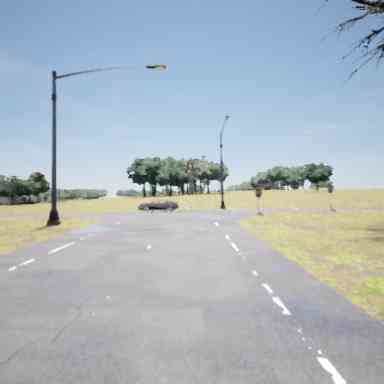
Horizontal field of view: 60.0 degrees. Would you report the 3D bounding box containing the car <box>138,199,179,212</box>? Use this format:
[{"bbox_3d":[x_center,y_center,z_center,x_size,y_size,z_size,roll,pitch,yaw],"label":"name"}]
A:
[{"bbox_3d":[-3.960,1.632,39.652,4.902,1.511,2.128,-1,-1,0],"label":"car"}]
